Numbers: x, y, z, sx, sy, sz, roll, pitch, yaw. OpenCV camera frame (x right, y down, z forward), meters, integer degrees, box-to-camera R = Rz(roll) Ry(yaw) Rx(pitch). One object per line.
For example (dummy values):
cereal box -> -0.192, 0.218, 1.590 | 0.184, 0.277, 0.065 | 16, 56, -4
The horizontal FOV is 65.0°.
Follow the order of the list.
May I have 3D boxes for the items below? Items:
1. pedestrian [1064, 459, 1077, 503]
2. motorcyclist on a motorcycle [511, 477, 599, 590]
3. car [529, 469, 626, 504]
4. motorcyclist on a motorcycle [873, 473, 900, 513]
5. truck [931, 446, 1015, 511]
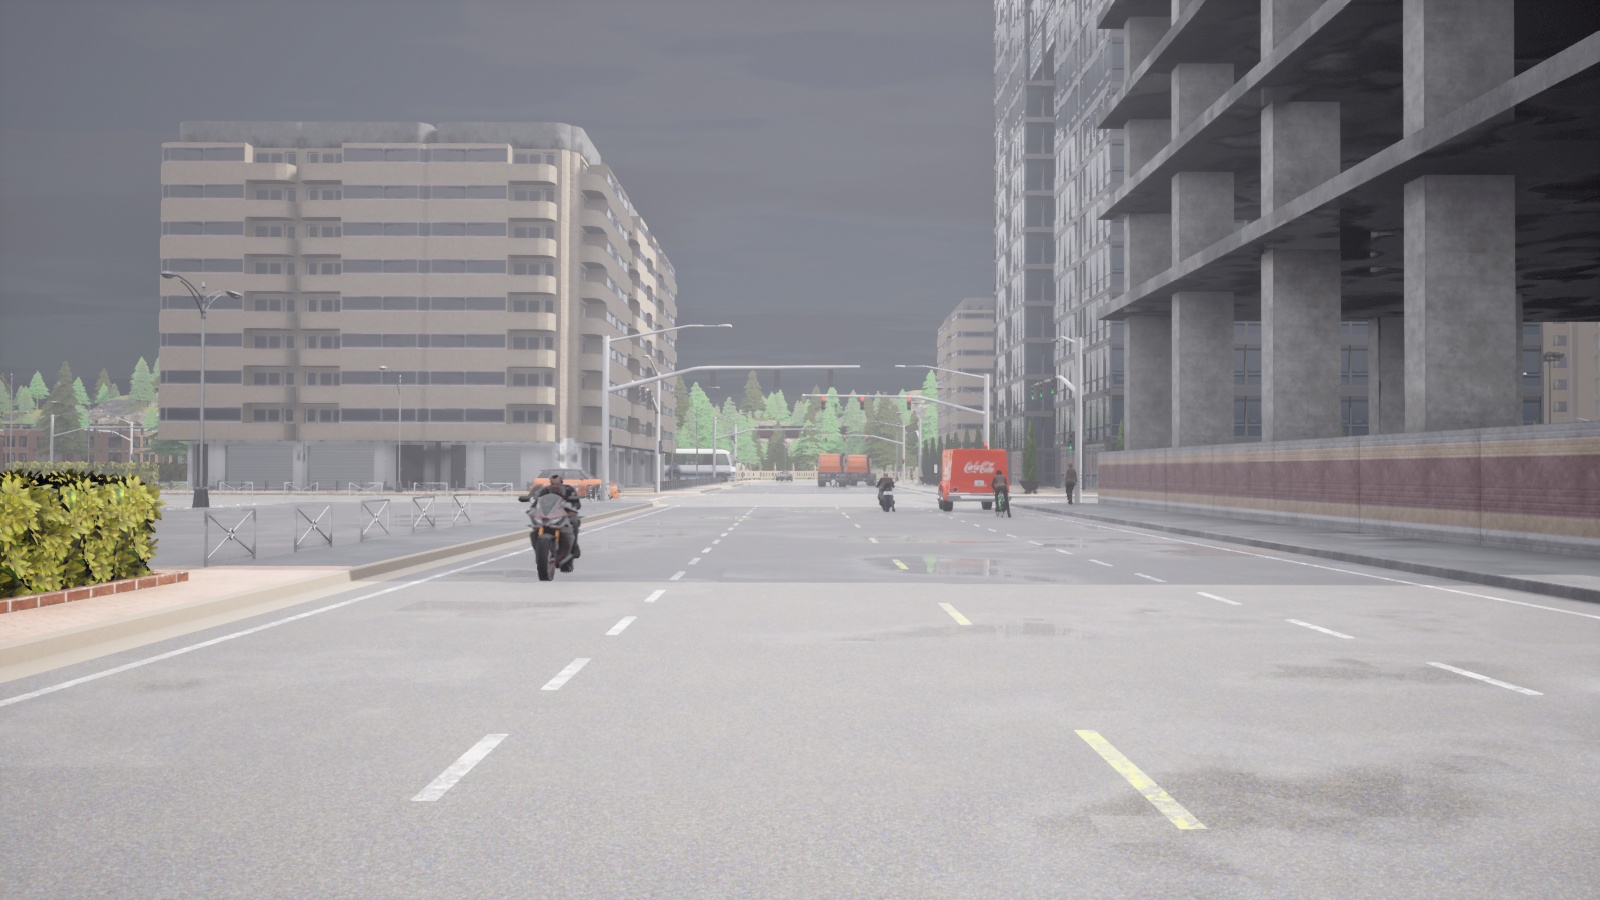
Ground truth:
pedestrian -> 11.649, 1.330, 54.078 | 0.331, 1.846, 0.634 | 0, -1, -8
motorcyclist on a motorcycle -> -3.549, 1.171, 18.358 | 0.866, 1.530, 2.191 | 0, -1, 0
car -> -11.277, 1.842, 63.891 | 4.553, 1.767, 2.097 | 0, -1, 0
motorcyclist on a motorcycle -> 3.369, 1.657, 49.014 | 0.866, 1.530, 2.191 | 0, -1, 0
truck -> 6.864, 1.147, 50.559 | 2.627, 2.467, 5.204 | 0, -1, 0
